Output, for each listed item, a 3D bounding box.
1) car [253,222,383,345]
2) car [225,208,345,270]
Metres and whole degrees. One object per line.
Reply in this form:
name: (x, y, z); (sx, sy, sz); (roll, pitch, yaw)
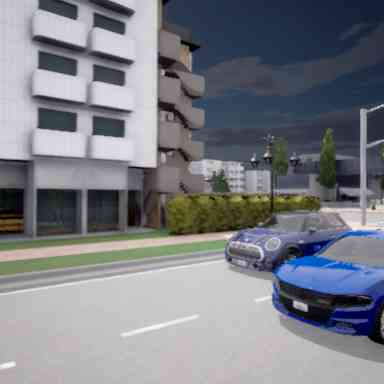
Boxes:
car: (3.728, 1.522, 6.638); (5.008, 1.535, 1.882); (0, 0, -35)
car: (3.234, 1.410, 10.573); (4.553, 1.767, 2.097); (1, 0, -35)
